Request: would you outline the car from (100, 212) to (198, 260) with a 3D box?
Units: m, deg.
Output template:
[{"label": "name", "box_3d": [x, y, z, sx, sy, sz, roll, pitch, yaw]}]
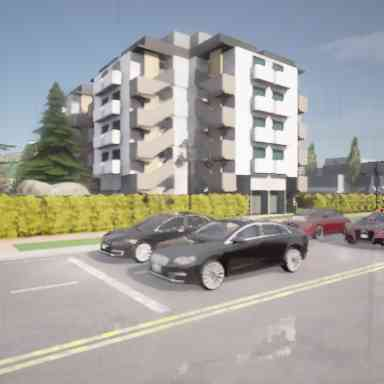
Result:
[{"label": "car", "box_3d": [-0.819, 1.503, 11.996, 4.892, 1.490, 1.837, 0, 0, -35]}]

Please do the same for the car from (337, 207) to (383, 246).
[{"label": "car", "box_3d": [8.442, 1.559, 14.297, 4.181, 1.385, 1.994, 0, 0, -35]}]

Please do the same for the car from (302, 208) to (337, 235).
[{"label": "car", "box_3d": [6.428, 1.559, 17.166, 4.181, 1.385, 1.994, 0, 0, -36]}]

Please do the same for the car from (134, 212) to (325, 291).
[{"label": "car", "box_3d": [1.175, 1.490, 9.122, 4.902, 1.511, 2.128, 0, 0, -35]}]
